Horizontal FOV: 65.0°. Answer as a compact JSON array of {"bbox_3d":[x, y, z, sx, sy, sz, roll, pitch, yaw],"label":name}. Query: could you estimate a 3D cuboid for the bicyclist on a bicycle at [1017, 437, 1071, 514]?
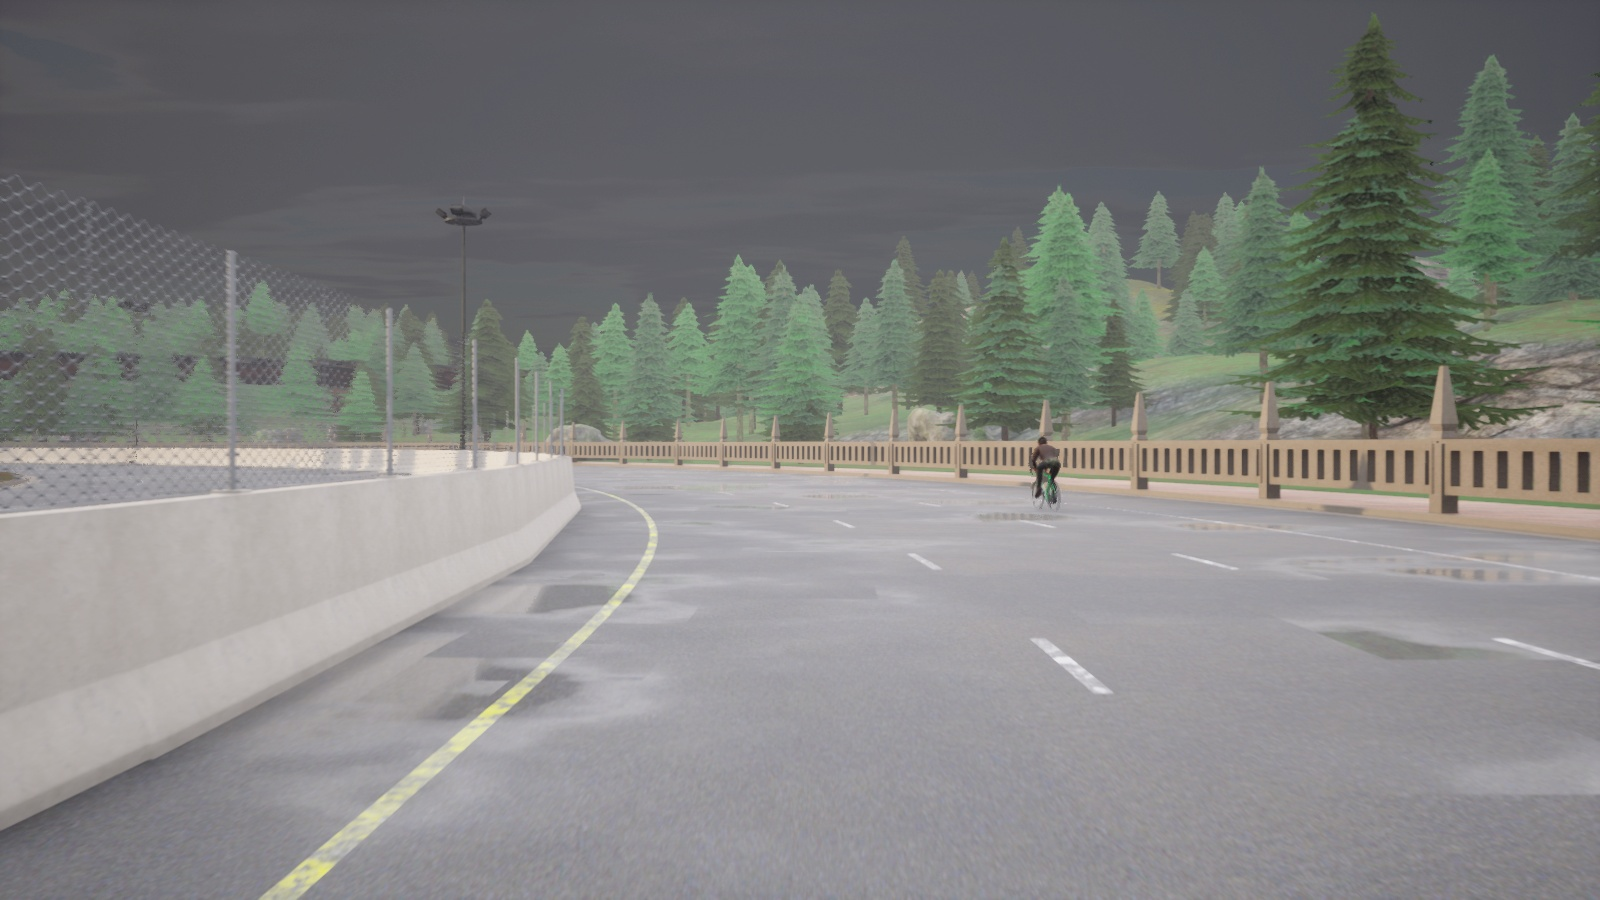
[{"bbox_3d":[5.344,0.548,27.546,0.582,1.620,1.656,-1,0,-10],"label":"bicyclist on a bicycle"}]
